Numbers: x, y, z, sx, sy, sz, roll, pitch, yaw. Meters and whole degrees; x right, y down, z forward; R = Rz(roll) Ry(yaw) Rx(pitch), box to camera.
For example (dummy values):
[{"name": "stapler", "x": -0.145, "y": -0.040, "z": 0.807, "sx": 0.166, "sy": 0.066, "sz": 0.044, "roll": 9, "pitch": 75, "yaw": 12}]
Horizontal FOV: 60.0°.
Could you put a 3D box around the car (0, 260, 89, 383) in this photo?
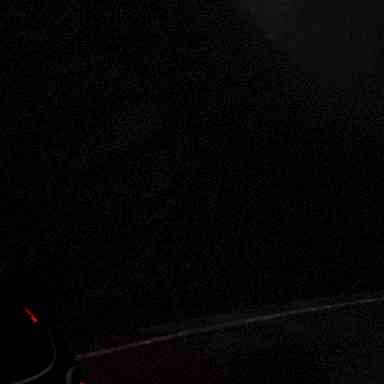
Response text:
[{"name": "car", "x": -2.807, "y": 1.298, "z": 1.495, "sx": 4.553, "sy": 1.767, "sz": 2.097, "roll": 1, "pitch": 0, "yaw": -36}]
